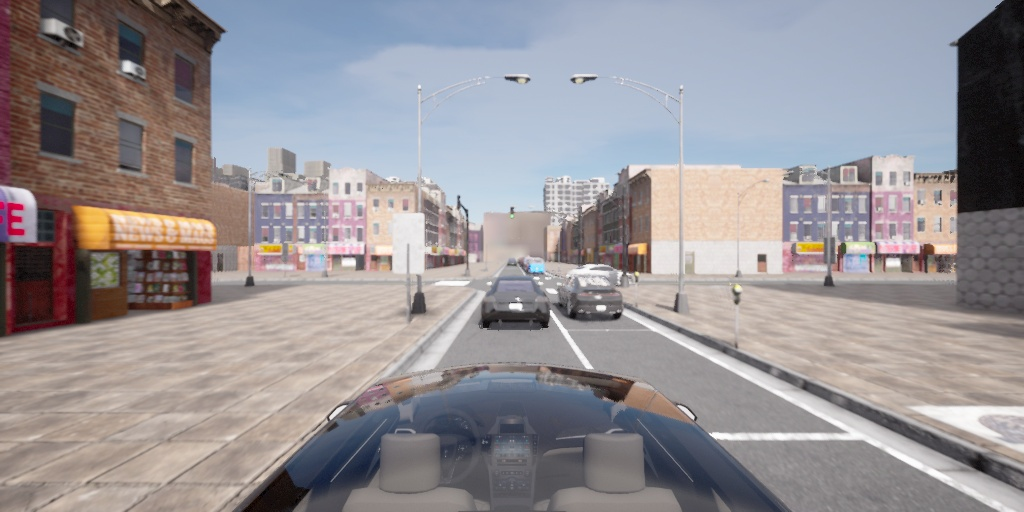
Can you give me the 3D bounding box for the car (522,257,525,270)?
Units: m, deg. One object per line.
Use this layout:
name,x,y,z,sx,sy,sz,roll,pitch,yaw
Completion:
car,2.639,1.209,45.254,1.967,1.591,4.097,0,0,0

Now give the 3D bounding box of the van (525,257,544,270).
van,2.639,1.105,39.779,1.690,1.789,3.998,0,0,0

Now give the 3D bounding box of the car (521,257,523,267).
car,2.640,1.215,50.729,1.967,1.591,4.097,0,0,0

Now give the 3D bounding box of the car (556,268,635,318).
car,2.638,1.299,12.776,2.007,1.370,4.403,0,0,0

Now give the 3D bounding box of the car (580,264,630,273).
car,6.011,1.290,24.269,4.674,1.442,1.812,0,-1,-14

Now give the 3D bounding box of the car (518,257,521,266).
car,2.640,1.104,61.677,2.192,1.841,5.009,0,0,0

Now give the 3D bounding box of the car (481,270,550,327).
car,0.099,1.312,11.572,1.994,1.385,4.181,0,0,0
